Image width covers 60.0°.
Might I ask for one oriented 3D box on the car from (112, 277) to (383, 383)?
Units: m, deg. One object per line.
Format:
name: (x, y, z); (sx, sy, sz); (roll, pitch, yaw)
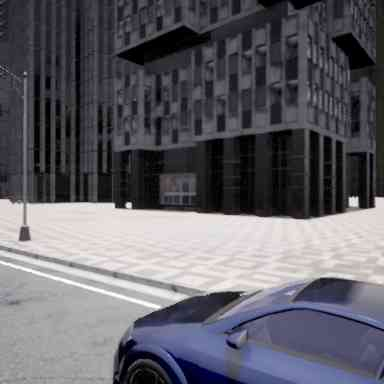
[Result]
car: (1.193, 1.573, 3.170); (4.181, 1.385, 1.994); (0, 0, 36)
